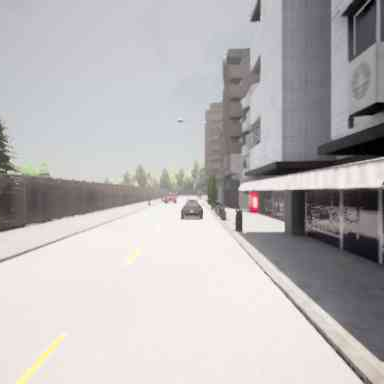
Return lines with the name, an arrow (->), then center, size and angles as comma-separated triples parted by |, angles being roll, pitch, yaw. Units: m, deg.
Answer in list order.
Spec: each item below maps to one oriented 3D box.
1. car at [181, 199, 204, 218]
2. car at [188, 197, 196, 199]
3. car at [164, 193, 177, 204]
car -> 0.023, 1.556, 29.655 | 1.994, 1.385, 4.181 | 0, 0, 1
car -> -0.007, 1.577, 57.827 | 1.895, 1.301, 4.718 | 0, 0, 0
car -> -4.009, 1.221, 63.271 | 2.150, 2.045, 5.566 | 0, 0, 0
